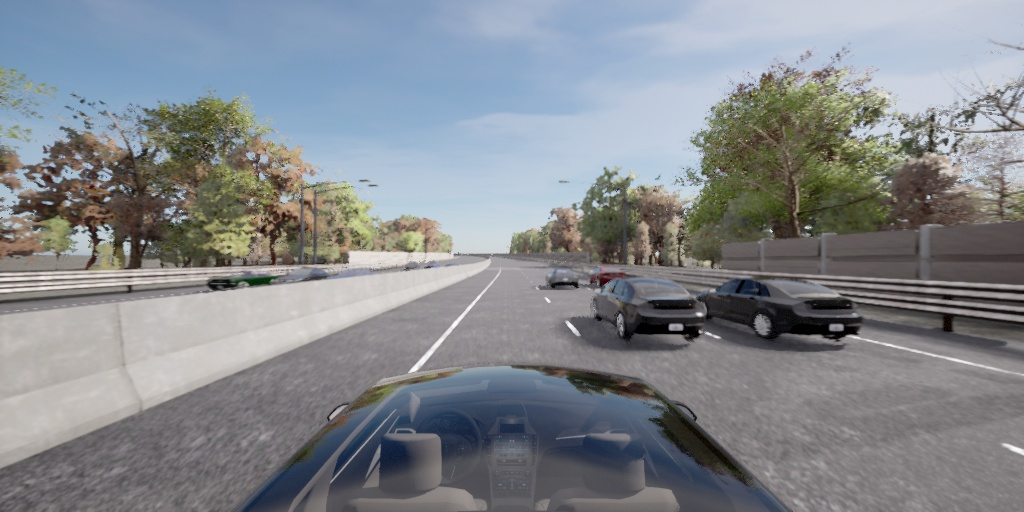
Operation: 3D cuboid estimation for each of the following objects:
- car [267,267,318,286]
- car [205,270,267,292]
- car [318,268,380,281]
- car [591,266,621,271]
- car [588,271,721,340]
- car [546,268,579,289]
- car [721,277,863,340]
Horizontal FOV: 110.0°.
[{"bbox_3d":[-14.096,1.520,24.565,1.812,1.442,4.674,0,-1,0],"label":"car"},{"bbox_3d":[-17.597,1.587,23.831,1.895,1.301,4.718,0,-1,0],"label":"car"},{"bbox_3d":[-10.596,1.540,24.389,2.033,1.411,5.357,0,-1,0],"label":"car"},{"bbox_3d":[7.102,1.500,27.157,1.882,1.535,5.008,0,-1,0],"label":"car"},{"bbox_3d":[3.598,1.347,10.288,1.837,1.490,4.892,0,-1,0],"label":"car"},{"bbox_3d":[3.601,1.576,26.153,1.994,1.385,4.181,0,-1,0],"label":"car"},{"bbox_3d":[7.099,1.347,10.265,1.837,1.490,4.892,0,-1,0],"label":"car"}]
